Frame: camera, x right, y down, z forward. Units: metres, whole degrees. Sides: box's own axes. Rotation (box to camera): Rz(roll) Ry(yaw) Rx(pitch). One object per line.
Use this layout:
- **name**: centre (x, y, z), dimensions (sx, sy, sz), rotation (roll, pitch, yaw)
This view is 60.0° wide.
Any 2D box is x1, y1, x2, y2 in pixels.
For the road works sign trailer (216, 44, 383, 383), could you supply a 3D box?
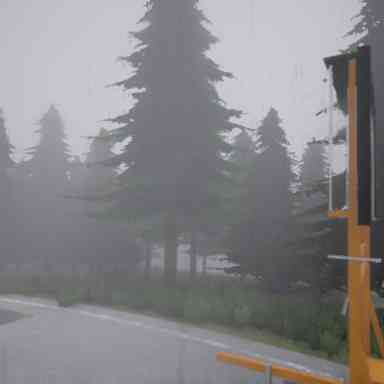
- **road works sign trailer**: centre (1.589, 0.709, 3.469), dimensions (2.880, 3.560, 2.380), rotation (-1, -4, 30)
